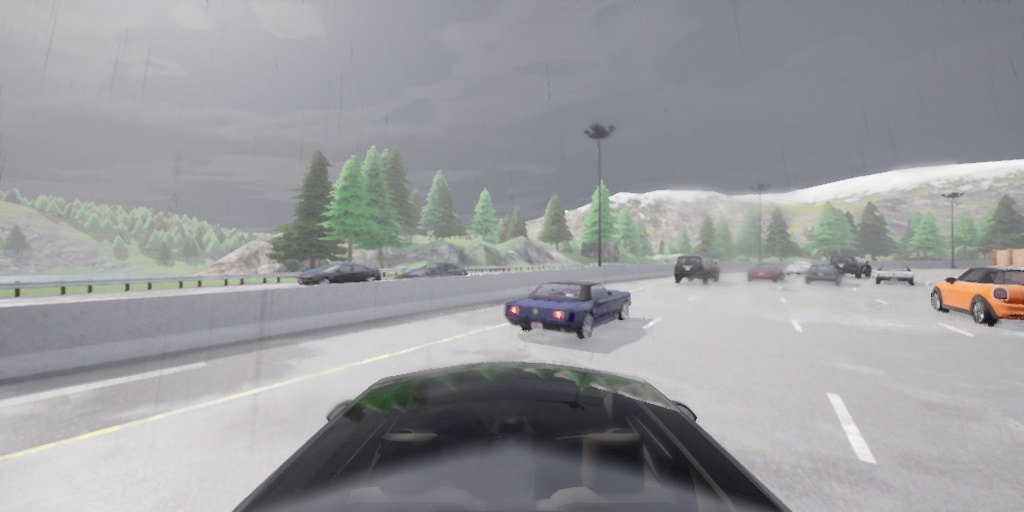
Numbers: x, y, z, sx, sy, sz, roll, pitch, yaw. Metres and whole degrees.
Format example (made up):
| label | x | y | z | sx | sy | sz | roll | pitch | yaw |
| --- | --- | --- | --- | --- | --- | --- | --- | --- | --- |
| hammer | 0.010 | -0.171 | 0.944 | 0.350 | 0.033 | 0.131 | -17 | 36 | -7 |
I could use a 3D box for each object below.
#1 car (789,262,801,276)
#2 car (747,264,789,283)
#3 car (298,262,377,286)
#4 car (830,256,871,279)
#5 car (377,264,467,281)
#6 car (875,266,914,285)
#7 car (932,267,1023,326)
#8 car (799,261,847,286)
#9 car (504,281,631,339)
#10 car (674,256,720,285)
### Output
| label | x | y | z | sx | sy | sz | roll | pitch | yaw |
| --- | --- | --- | --- | --- | --- | --- | --- | --- | --- |
| car | 29.278 | 1.286 | 36.098 | 4.674 | 1.442 | 1.812 | 0 | 0 | -35 |
| car | 20.183 | 1.322 | 28.429 | 1.994 | 1.385 | 4.181 | 0 | 0 | 44 |
| car | -10.865 | 1.236 | 22.906 | 1.882 | 1.535 | 5.008 | 0 | 0 | 35 |
| car | 31.491 | 0.980 | 33.468 | 5.566 | 2.045 | 2.150 | 0 | 0 | -35 |
| car | -4.734 | 1.320 | 19.453 | 1.994 | 1.385 | 4.181 | 0 | 0 | 35 |
| car | 28.272 | 1.358 | 26.479 | 4.718 | 1.301 | 1.895 | 0 | 0 | -42 |
| car | 15.222 | 1.104 | 11.078 | 2.097 | 1.767 | 4.553 | 0 | 0 | 35 |
| car | 22.435 | 1.304 | 25.800 | 2.033 | 1.411 | 5.357 | 0 | 0 | 44 |
| car | 1.856 | 1.353 | 10.226 | 1.895 | 1.301 | 4.718 | 0 | 0 | 35 |
| car | 13.939 | 0.980 | 26.932 | 2.150 | 2.045 | 5.566 | 0 | 0 | 40 |
